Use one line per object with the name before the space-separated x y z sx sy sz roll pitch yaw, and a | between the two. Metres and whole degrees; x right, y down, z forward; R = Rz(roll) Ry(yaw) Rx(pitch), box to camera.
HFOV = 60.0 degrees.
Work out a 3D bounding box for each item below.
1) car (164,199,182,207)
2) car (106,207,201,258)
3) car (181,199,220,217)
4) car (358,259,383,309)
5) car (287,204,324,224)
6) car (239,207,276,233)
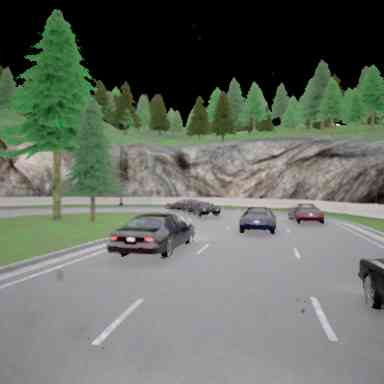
car | -0.614 1.491 37.665 5.357 1.411 2.033 0 0 33
car | -1.319 1.525 12.796 2.033 1.411 5.357 0 0 14
car | 0.848 1.559 30.578 1.895 1.301 4.718 0 0 -19
car | 4.087 1.606 4.787 1.895 1.301 4.718 0 0 8
car | 8.487 1.554 25.102 1.994 1.385 4.181 0 0 6
car | 3.916 1.547 19.537 1.994 1.385 4.181 0 0 15
